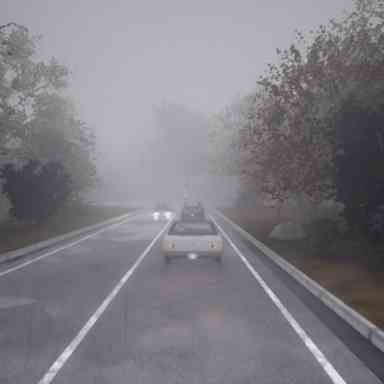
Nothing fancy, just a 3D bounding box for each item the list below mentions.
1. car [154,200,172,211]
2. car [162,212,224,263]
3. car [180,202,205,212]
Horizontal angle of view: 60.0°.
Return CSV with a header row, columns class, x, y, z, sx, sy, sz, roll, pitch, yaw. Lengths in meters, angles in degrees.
class,x,y,z,sx,sy,sz,roll,pitch,yaw
car,-3.531,1.691,41.123,1.895,1.301,4.718,0,0,1
car,0.045,1.628,12.100,1.895,1.301,4.718,0,0,1
car,0.052,1.553,27.708,2.128,1.511,4.902,0,0,1
